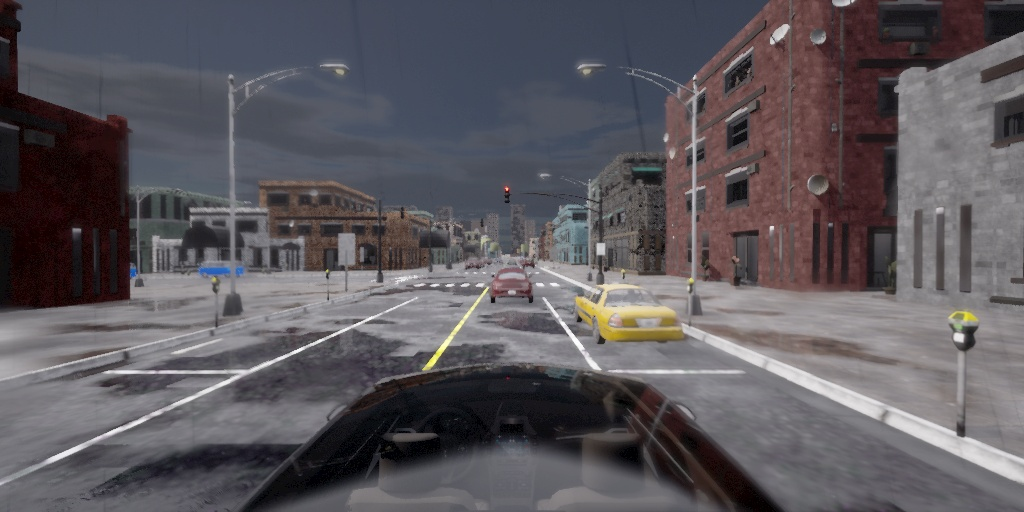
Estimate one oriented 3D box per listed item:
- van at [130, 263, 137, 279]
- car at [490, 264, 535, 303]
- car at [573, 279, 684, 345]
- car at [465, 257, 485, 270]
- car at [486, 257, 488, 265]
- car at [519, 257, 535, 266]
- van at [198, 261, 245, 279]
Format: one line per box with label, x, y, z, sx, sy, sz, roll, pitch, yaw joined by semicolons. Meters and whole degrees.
van;-41.614;1.614;37.331;3.998;1.789;1.690;0;0;-1
car;0.000;1.280;16.502;1.812;1.442;4.674;0;0;0
car;2.694;1.273;9.349;1.751;1.417;4.829;0;0;0
car;-5.686;1.053;52.773;2.192;1.841;5.009;0;0;0
car;-5.687;1.317;63.862;1.802;1.307;4.207;0;0;0
car;2.694;1.051;58.318;2.192;1.841;5.009;0;0;0
van;-30.296;1.453;37.456;3.998;1.789;1.690;0;0;-1
